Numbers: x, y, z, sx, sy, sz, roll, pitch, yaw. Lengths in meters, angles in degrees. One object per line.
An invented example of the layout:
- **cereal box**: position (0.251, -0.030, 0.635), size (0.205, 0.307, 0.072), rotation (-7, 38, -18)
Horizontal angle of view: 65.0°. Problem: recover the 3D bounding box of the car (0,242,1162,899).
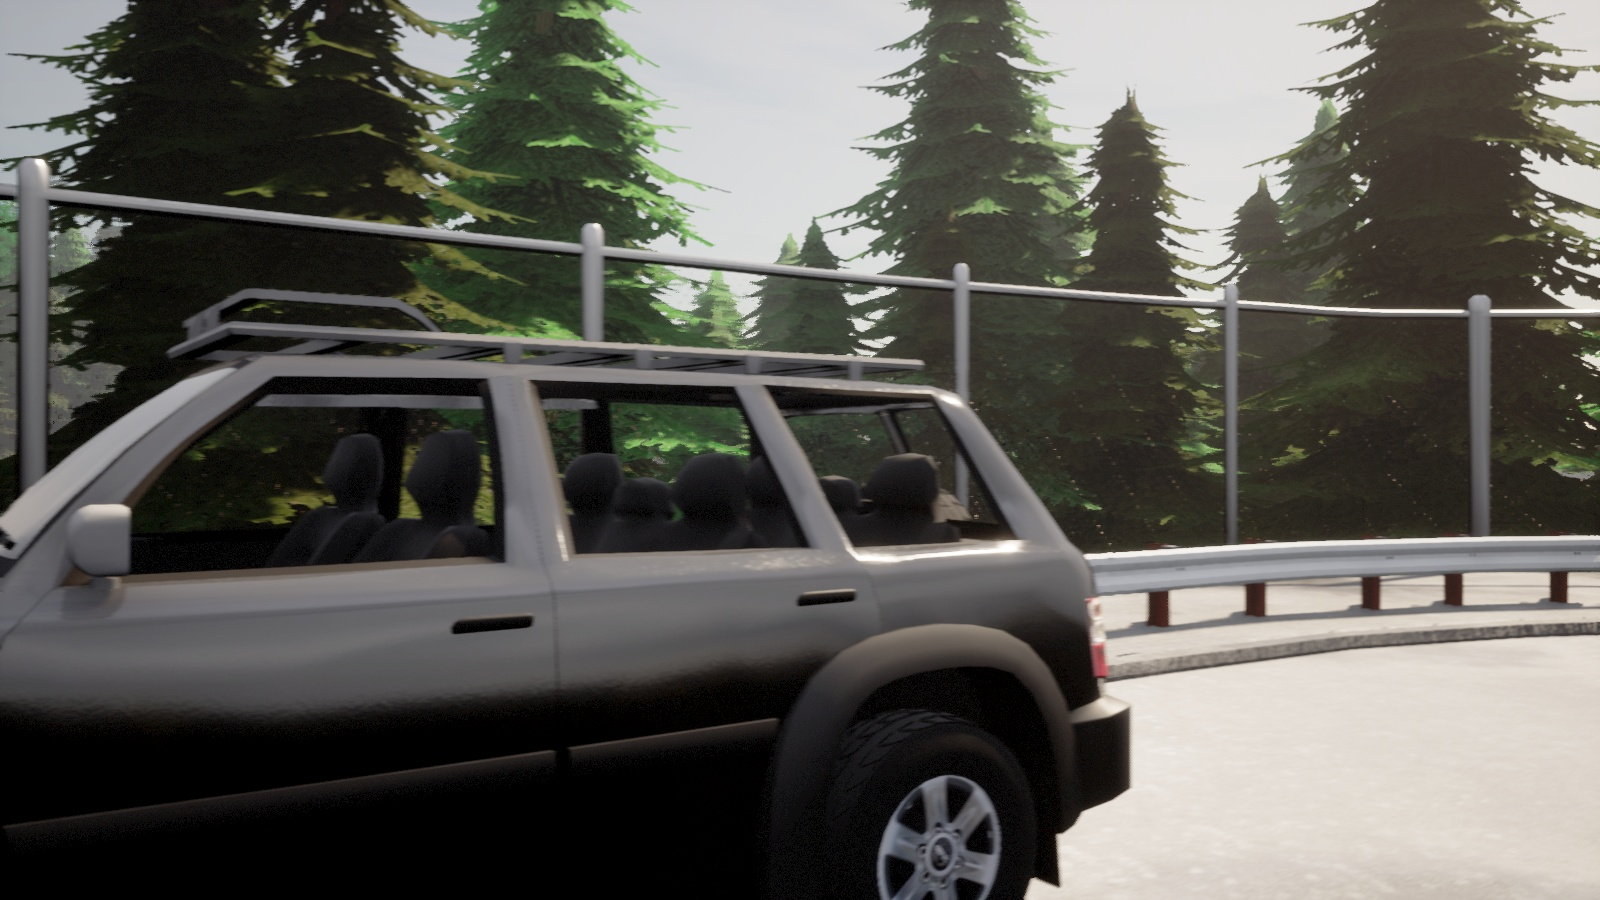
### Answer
- **car**: position (-1.332, 0.573, 3.364), size (4.605, 1.855, 1.932), rotation (0, 0, -34)
